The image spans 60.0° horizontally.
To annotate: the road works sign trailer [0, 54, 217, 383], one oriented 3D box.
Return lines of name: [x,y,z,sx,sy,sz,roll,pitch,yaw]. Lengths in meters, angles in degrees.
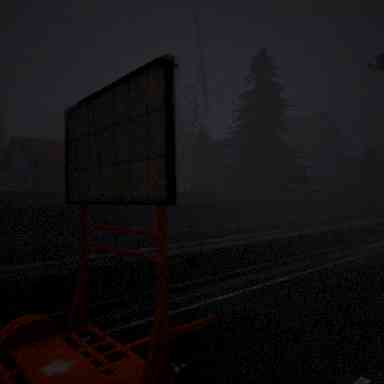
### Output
road works sign trailer: [-0.760,0.543,3.919,2.880,3.560,2.380,0,-1,-41]
